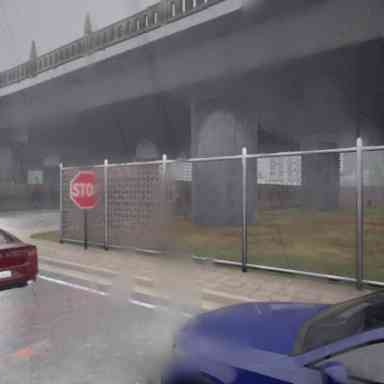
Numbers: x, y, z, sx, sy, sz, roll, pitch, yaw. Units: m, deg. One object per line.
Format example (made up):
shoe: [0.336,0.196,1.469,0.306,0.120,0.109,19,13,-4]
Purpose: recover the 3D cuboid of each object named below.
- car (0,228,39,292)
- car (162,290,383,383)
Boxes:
car: [-5.708,1.477,7.985,5.008,1.535,1.882,0,0,35]
car: [1.902,1.526,2.583,4.674,1.442,1.812,0,0,35]
